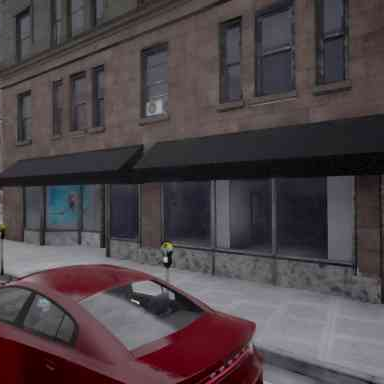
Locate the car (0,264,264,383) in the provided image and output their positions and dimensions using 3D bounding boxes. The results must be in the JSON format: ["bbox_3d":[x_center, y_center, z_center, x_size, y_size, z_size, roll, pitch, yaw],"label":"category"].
[{"bbox_3d":[-1.430,1.545,3.885,4.507,1.381,1.887,0,0,36],"label":"car"}]
